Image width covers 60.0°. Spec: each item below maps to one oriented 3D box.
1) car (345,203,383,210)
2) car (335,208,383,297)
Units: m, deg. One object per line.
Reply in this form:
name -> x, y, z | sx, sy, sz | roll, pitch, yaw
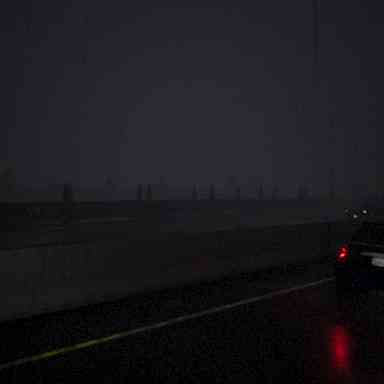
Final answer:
car -> 14.550, 1.589, 27.269 | 4.718, 1.301, 1.895 | 0, 0, -35
car -> 5.283, 1.348, 7.517 | 4.553, 1.767, 2.097 | 0, 0, -36
